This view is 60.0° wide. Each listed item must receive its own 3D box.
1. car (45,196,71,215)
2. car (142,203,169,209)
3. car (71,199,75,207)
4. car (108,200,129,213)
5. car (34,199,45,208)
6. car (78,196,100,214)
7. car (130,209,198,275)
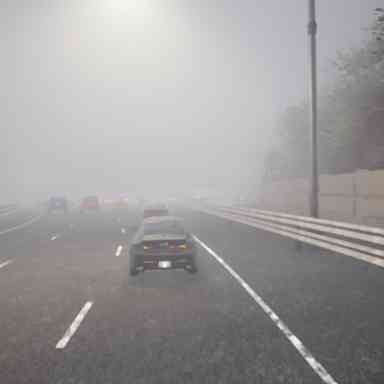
[{"bbox_3d":[-15.710,1.497,38.934,2.150,2.045,5.566,0,0,-23],"label":"car"},{"bbox_3d":[-2.801,1.585,25.595,1.882,1.535,5.008,-1,0,-8],"label":"car"},{"bbox_3d":[-21.596,1.880,57.178,2.128,1.511,4.902,0,0,-34],"label":"car"},{"bbox_3d":[-9.189,1.697,41.463,1.882,1.535,5.008,0,0,-23],"label":"car"},{"bbox_3d":[-25.816,1.921,57.097,2.128,1.511,4.902,0,0,-35],"label":"car"},{"bbox_3d":[-12.415,1.470,40.128,2.150,2.045,5.566,0,0,-22],"label":"car"},{"bbox_3d":[-0.928,1.550,10.730,1.837,1.490,4.892,0,0,-6],"label":"car"}]
